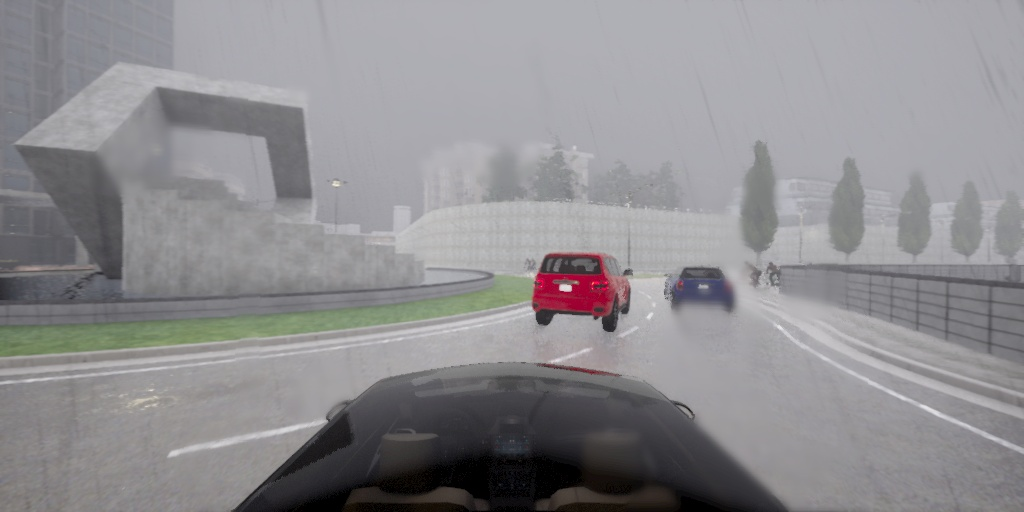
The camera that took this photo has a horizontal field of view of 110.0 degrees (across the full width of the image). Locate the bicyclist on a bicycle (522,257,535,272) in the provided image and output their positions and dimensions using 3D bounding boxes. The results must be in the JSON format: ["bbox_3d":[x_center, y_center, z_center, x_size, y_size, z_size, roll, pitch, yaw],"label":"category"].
[{"bbox_3d":[1.979,1.008,43.410,0.582,1.620,1.656,1,9,37],"label":"bicyclist on a bicycle"}]

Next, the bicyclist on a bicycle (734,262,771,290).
[{"bbox_3d":[13.721,1.149,20.600,1.656,1.620,0.582,1,0,35],"label":"bicyclist on a bicycle"}]

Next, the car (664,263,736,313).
[{"bbox_3d":[7.539,1.146,14.777,2.097,1.767,4.553,1,0,19],"label":"car"}]

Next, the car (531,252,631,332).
[{"bbox_3d":[2.396,0.955,11.323,2.150,2.045,5.566,1,-1,24],"label":"car"}]

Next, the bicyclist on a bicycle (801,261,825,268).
[{"bbox_3d":[17.276,0.964,20.762,0.582,1.656,1.620,28,-11,0],"label":"bicyclist on a bicycle"}]

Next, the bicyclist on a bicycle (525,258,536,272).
[{"bbox_3d":[2.491,1.052,43.056,0.582,1.620,1.656,12,13,38],"label":"bicyclist on a bicycle"}]

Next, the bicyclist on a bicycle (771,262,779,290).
[{"bbox_3d":[15.191,1.169,20.945,0.582,1.620,1.656,1,0,8],"label":"bicyclist on a bicycle"}]

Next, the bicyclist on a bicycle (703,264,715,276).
[{"bbox_3d":[10.408,1.266,18.912,0.582,1.620,1.656,1,0,18],"label":"bicyclist on a bicycle"}]
